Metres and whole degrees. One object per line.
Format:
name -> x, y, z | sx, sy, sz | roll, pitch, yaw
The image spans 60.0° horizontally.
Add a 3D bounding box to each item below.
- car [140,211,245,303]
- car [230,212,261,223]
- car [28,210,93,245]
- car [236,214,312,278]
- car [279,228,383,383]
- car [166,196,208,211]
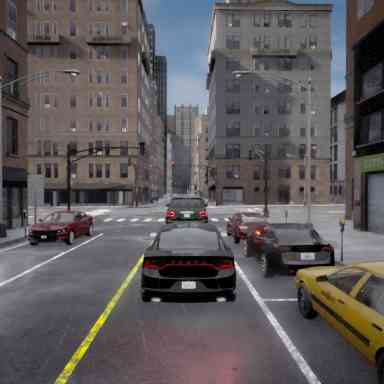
car -> -0.079, 1.475, 8.292 | 1.882, 1.535, 5.008 | 0, 0, 0
car -> 2.631, 1.576, 15.570 | 1.802, 1.307, 4.206 | -1, 0, -1
car -> -5.913, 1.539, 15.432 | 1.887, 1.381, 4.507 | -1, 0, -1
car -> 2.719, 1.562, 9.985 | 1.947, 1.339, 4.313 | -1, 0, -1
car -> 2.803, 1.524, 4.569 | 1.752, 1.417, 4.829 | -1, 0, -1
car -> -0.284, 1.215, 18.423 | 2.150, 2.045, 5.566 | 0, 0, -1
